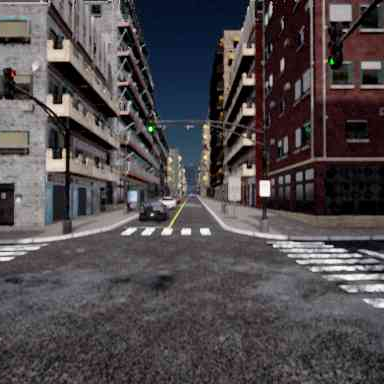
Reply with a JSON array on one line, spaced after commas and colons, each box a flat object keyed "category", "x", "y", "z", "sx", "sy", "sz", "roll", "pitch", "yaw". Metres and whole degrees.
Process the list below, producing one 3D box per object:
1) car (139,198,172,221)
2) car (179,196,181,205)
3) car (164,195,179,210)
[{"category": "car", "x": -2.847, "y": 1.435, "z": 25.632, "sx": 1.994, "sy": 1.385, "sz": 4.181, "roll": 0, "pitch": 0, "yaw": 0}, {"category": "car", "x": -2.805, "y": 1.249, "z": 55.153, "sx": 1.882, "sy": 1.535, "sz": 5.008, "roll": 0, "pitch": 0, "yaw": 1}, {"category": "car", "x": -2.842, "y": 1.344, "z": 39.428, "sx": 1.812, "sy": 1.442, "sz": 4.674, "roll": 0, "pitch": 0, "yaw": 0}]
